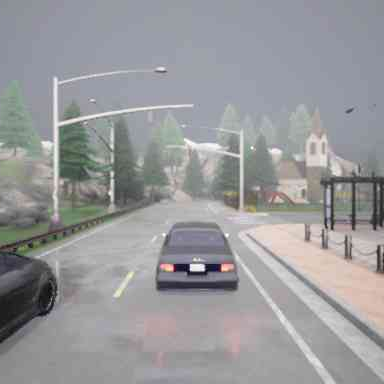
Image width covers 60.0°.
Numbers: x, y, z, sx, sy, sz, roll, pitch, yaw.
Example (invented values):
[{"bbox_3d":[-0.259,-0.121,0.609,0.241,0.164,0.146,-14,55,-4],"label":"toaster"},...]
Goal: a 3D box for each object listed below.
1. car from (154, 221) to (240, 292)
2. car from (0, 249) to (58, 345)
[{"bbox_3d":[0.099,1.498,8.958,2.033,1.411,5.357,0,0,0],"label":"car"},{"bbox_3d":[-3.553,1.538,4.628,1.994,1.385,4.181,0,0,0],"label":"car"}]
